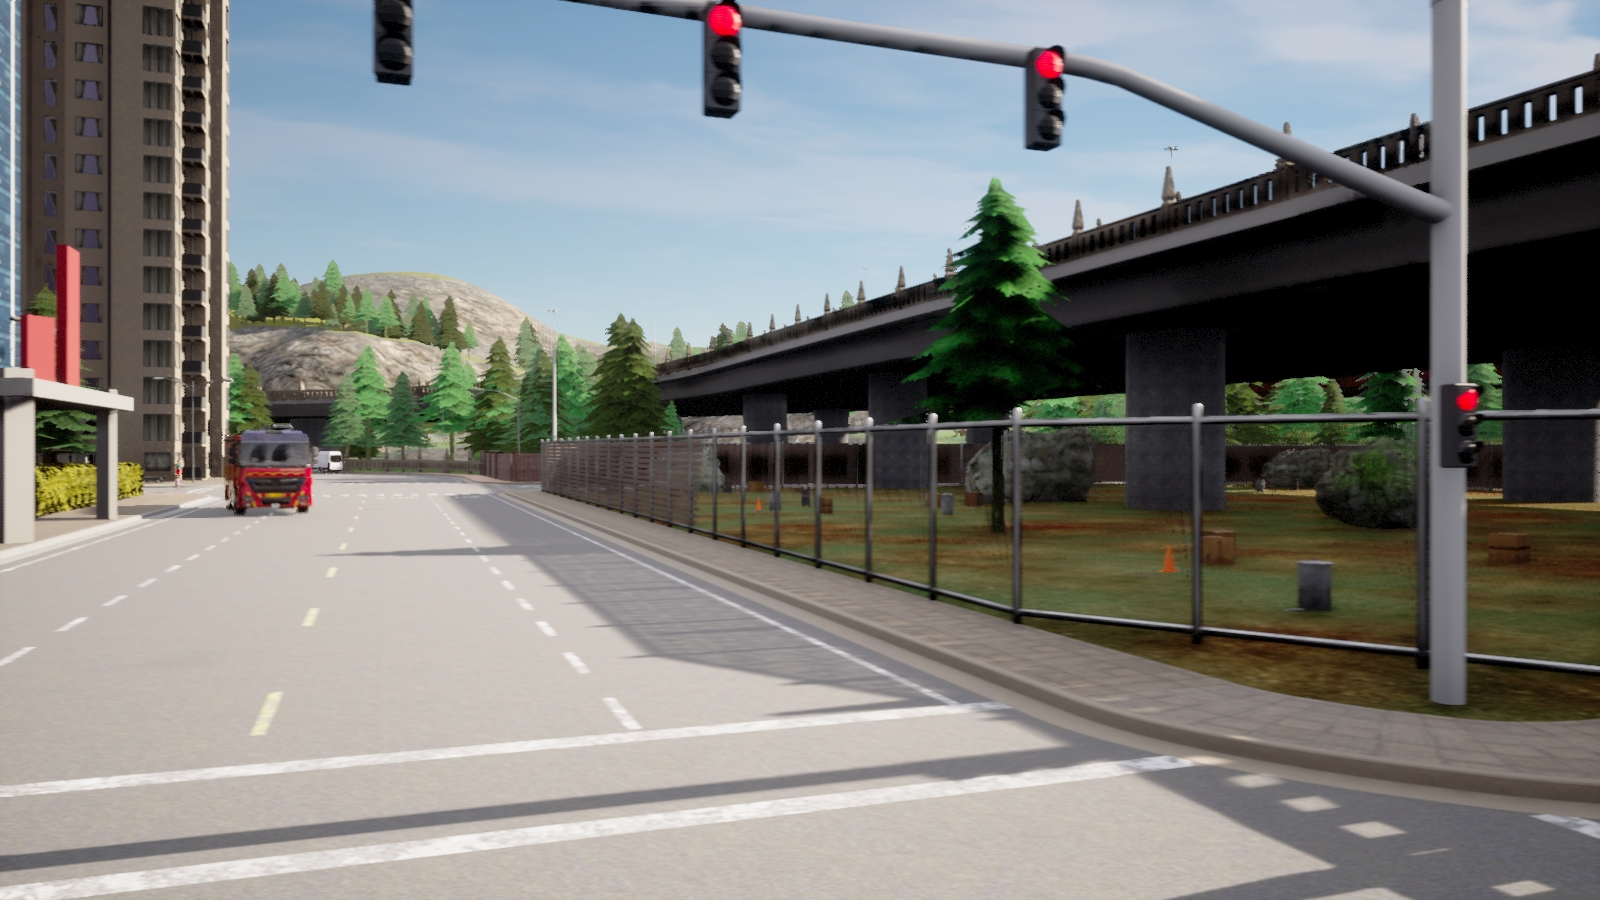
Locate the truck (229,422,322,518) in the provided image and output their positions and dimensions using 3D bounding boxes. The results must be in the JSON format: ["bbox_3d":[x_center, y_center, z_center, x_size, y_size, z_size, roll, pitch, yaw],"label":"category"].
[{"bbox_3d":[-23.218,0.797,50.317,2.891,3.827,8.468,0,0,-30],"label":"truck"}]
